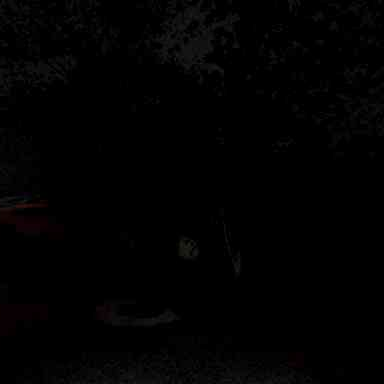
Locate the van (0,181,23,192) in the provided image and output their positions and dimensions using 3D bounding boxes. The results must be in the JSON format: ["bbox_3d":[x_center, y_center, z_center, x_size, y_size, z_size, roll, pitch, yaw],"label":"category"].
[{"bbox_3d":[-34.703,-0.996,63.127,4.442,1.987,1.878,1,1,-30],"label":"van"}]

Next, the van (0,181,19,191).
[{"bbox_3d":[-40.283,-1.365,72.693,4.442,1.987,1.878,1,1,-30],"label":"van"}]

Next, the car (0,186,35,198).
[{"bbox_3d":[-23.584,-0.030,43.835,5.008,1.535,2.097,1,1,-30],"label":"car"}]

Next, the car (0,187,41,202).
[{"bbox_3d":[-19.447,0.293,36.788,4.792,1.488,2.163,1,2,-30],"label":"car"}]

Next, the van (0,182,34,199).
[{"bbox_3d":[-22.272,-0.162,41.368,4.442,1.987,1.878,1,2,-31],"label":"van"}]

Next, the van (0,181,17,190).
[{"bbox_3d":[-43.278,-1.553,77.365,4.442,1.987,1.878,1,1,-30],"label":"van"}]

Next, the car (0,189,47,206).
[{"bbox_3d":[-16.645,0.521,31.870,4.792,1.488,2.163,1,2,-30],"label":"car"}]

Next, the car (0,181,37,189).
[{"bbox_3d":[-15.193,0.358,29.500,5.566,2.045,2.435,1,2,-30],"label":"car"}]

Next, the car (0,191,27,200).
[{"bbox_3d":[-8.287,1.060,17.659,4.553,1.767,2.185,1,2,-30],"label":"car"}]

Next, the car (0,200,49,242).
[{"bbox_3d":[-6.928,1.301,15.252,5.008,1.535,2.097,1,2,-30],"label":"car"}]

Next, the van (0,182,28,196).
[{"bbox_3d":[-26.472,-0.442,48.551,4.442,1.987,1.878,1,1,-30],"label":"van"}]

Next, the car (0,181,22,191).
[{"bbox_3d":[-39.012,-1.300,70.228,5.566,2.045,2.435,1,1,-30],"label":"car"}]

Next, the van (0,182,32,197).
[{"bbox_3d":[-24.876,-0.346,46.277,4.442,1.987,1.878,1,1,-30],"label":"van"}]

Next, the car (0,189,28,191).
[{"bbox_3d":[-12.598,0.835,24.618,5.366,1.575,1.946,1,2,-30],"label":"car"}]

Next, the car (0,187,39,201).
[{"bbox_3d":[-20.776,0.193,39.067,4.792,1.488,2.163,1,1,-30],"label":"car"}]

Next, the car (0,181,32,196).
[{"bbox_3d":[-27.789,-0.558,50.987,5.566,2.045,2.435,1,1,-30],"label":"car"}]
